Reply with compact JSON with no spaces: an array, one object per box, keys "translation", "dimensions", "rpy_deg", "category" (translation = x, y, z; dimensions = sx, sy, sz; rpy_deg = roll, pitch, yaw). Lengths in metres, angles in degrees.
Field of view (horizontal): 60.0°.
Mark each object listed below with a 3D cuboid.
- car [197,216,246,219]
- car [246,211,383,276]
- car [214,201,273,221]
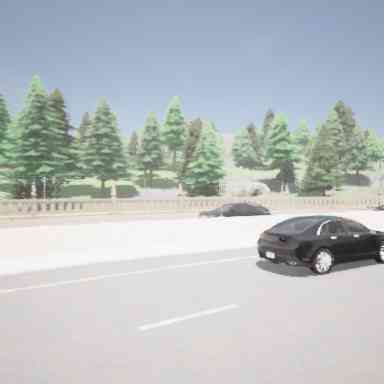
[{"translation":[2.606,1.436,21.503],"dimensions":[4.674,1.442,1.812],"rpy_deg":[0,0,-27],"category":"car"},{"translation":[4.241,1.467,10.262],"dimensions":[4.892,1.490,1.837],"rpy_deg":[0,0,-30],"category":"car"},{"translation":[4.050,1.457,26.087],"dimensions":[4.181,1.385,1.994],"rpy_deg":[0,0,-25],"category":"car"}]
